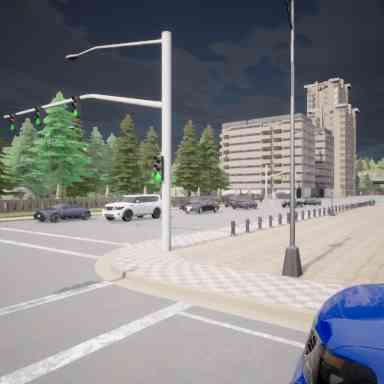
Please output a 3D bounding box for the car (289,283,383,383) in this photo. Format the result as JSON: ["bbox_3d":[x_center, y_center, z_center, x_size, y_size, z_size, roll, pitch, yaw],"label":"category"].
[{"bbox_3d":[3.350,1.221,1.577,5.566,2.045,2.150,0,0,36],"label":"car"}]

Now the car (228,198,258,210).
[{"bbox_3d":[6.931,1.564,43.390,1.994,1.385,4.181,0,0,36],"label":"car"}]

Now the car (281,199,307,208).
[{"bbox_3d":[14.431,1.601,47.576,1.895,1.301,4.718,0,0,35],"label":"car"}]

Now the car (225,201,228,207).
[{"bbox_3d":[6.511,1.564,48.799,1.994,1.385,4.181,0,0,36],"label":"car"}]

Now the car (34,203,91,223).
[{"bbox_3d":[-9.950,1.564,25.771,1.994,1.385,4.181,0,0,35],"label":"car"}]

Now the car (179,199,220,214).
[{"bbox_3d":[1.106,1.491,35.247,2.128,1.511,4.902,0,0,36],"label":"car"}]

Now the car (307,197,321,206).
[{"bbox_3d":[20.214,1.564,55.688,1.994,1.385,4.181,0,0,35],"label":"car"}]

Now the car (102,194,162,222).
[{"bbox_3d":[-4.657,1.221,27.166,2.150,2.045,5.566,0,0,35],"label":"car"}]

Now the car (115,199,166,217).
[{"bbox_3d":[-4.988,1.491,32.732,2.128,1.511,4.902,0,0,35],"label":"car"}]

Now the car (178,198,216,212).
[{"bbox_3d":[0.688,1.547,40.689,2.033,1.411,5.357,0,0,36],"label":"car"}]
